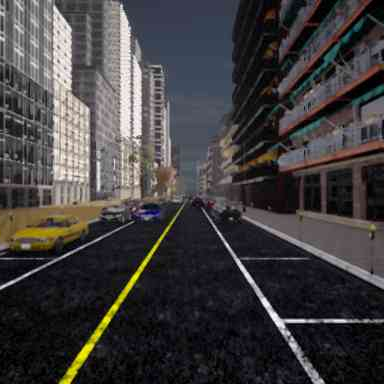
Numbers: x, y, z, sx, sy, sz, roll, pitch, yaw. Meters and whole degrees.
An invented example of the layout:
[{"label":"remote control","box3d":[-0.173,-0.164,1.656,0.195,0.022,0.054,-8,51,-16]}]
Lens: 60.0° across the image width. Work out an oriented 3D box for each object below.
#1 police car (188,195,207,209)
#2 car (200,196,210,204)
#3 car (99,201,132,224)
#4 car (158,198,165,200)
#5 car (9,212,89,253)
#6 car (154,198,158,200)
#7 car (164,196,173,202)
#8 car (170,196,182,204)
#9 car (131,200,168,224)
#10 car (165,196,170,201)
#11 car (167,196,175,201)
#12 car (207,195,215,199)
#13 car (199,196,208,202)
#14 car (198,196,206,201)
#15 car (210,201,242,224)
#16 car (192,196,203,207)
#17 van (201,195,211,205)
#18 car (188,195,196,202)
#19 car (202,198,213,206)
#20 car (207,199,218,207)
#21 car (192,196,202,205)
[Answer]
[{"label":"police car","box3d":[0.797,1.512,45.970,1.930,1.638,5.238,0,0,2]},{"label":"car","box3d":[2.673,1.588,69.298,1.967,1.590,4.097,0,0,0]},{"label":"car","box3d":[-5.697,1.594,25.035,2.008,1.369,4.403,0,0,0]},{"label":"car","box3d":[-5.703,1.628,52.528,1.752,1.417,4.829,0,0,0]},{"label":"car","box3d":[-5.694,1.548,13.800,1.752,1.417,4.829,0,0,0]},{"label":"car","box3d":[-5.701,1.622,41.632,1.887,1.381,4.507,0,0,0]},{"label":"car","box3d":[-5.709,1.704,80.191,1.752,1.417,4.829,0,0,0]},{"label":"car","box3d":[-3.019,1.735,66.344,1.895,1.301,4.718,0,0,0]},{"label":"car","box3d":[-3.103,1.569,25.129,1.812,1.442,4.674,0,0,0]},{"label":"car","box3d":[-5.706,1.715,63.764,1.802,1.307,4.206,0,0,0]},{"label":"car","box3d":[-5.712,1.758,91.427,1.887,1.381,4.507,0,0,0]},{"label":"car","box3d":[2.679,1.530,47.167,1.967,1.590,4.097,0,0,0]},{"label":"car","box3d":[2.671,1.730,80.362,2.008,1.369,4.403,0,0,0]},{"label":"car","box3d":[2.668,1.764,91.428,2.008,1.369,4.403,0,0,0]},{"label":"car","box3d":[2.684,1.594,25.037,2.008,1.369,4.403,0,0,0]},{"label":"car","box3d":[0.887,1.567,56.026,1.801,1.575,5.366,0,0,0]},{"label":"van","box3d":[2.675,1.474,63.765,1.690,1.788,3.998,0,0,0]},{"label":"car","box3d":[-0.018,1.533,80.257,1.882,1.535,5.008,0,0,0]},{"label":"car","box3d":[2.676,1.700,58.232,1.802,1.307,4.206,0,0,0]},{"label":"car","box3d":[2.683,1.605,30.569,2.008,1.369,4.403,0,0,0]},{"label":"car","box3d":[0.885,1.606,61.836,1.882,1.535,5.008,0,0,0]}]
